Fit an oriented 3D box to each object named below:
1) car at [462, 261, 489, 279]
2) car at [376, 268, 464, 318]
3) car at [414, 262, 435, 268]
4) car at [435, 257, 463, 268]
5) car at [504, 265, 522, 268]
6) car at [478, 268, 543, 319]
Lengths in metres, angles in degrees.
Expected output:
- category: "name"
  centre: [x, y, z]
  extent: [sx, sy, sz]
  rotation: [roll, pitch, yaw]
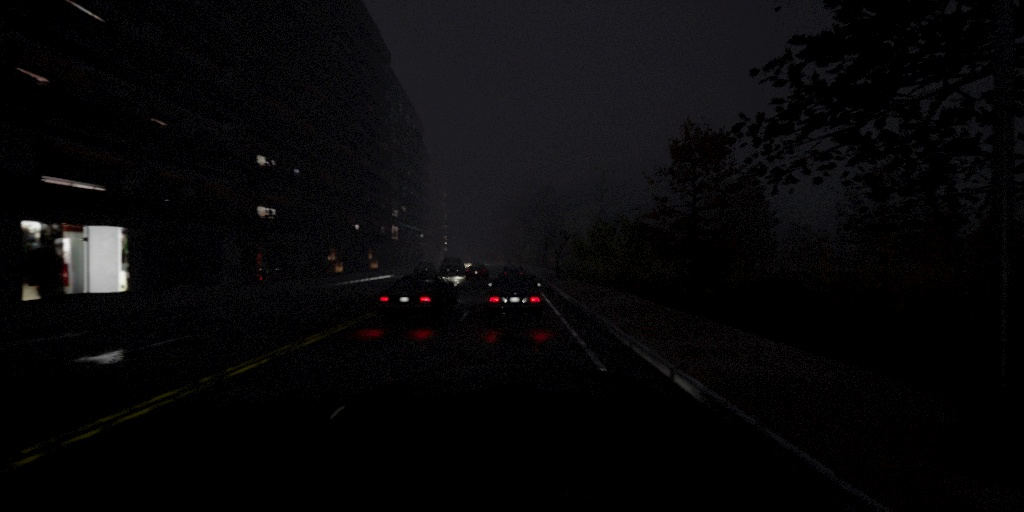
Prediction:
- category: "car"
  centre: [-3.153, 1.423, 33.546]
  extent: [1.994, 1.385, 4.181]
  rotation: [0, 0, 0]
- category: "car"
  centre: [-3.162, 1.335, 13.062]
  extent: [2.033, 1.411, 5.357]
  rotation: [0, 0, 0]
- category: "car"
  centre: [-9.883, 1.390, 40.787]
  extent: [1.837, 1.490, 4.892]
  rotation: [0, 0, -1]
- category: "car"
  centre: [-6.624, 1.106, 39.824]
  extent: [2.150, 2.045, 5.566]
  rotation: [0, -1, 0]
- category: "car"
  centre: [0.100, 1.452, 31.407]
  extent: [1.895, 1.301, 4.718]
  rotation: [0, 0, 0]
- category: "car"
  centre: [0.089, 1.335, 13.031]
  extent: [2.033, 1.411, 5.357]
  rotation: [0, 0, 0]
